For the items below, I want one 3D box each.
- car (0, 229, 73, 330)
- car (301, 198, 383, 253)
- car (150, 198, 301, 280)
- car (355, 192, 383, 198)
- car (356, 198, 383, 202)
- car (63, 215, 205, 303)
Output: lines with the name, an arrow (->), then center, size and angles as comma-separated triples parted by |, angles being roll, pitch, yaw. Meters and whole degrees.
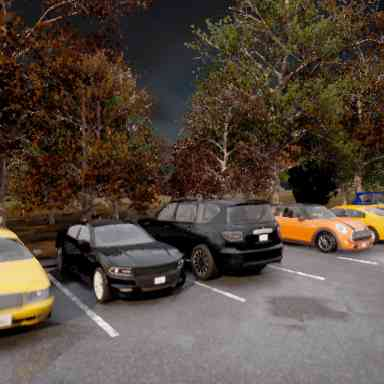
car -> -4.244, 1.472, 6.805 | 1.946, 1.575, 5.366 | 0, 0, -35
car -> 4.715, 1.267, 13.461 | 2.185, 1.767, 4.553 | -1, 0, -35
car -> 0.172, 1.199, 10.217 | 2.435, 2.045, 5.566 | -1, 0, -35
car -> 11.649, 1.007, 18.334 | 2.435, 2.045, 5.566 | -1, 1, -35
car -> 9.261, 1.301, 16.893 | 1.946, 1.575, 5.366 | -1, 1, -35
car -> -2.084, 1.467, 8.580 | 2.097, 1.535, 5.008 | 0, 0, -36
